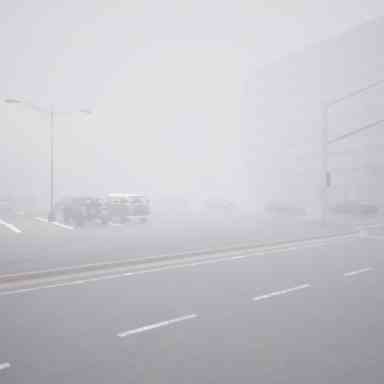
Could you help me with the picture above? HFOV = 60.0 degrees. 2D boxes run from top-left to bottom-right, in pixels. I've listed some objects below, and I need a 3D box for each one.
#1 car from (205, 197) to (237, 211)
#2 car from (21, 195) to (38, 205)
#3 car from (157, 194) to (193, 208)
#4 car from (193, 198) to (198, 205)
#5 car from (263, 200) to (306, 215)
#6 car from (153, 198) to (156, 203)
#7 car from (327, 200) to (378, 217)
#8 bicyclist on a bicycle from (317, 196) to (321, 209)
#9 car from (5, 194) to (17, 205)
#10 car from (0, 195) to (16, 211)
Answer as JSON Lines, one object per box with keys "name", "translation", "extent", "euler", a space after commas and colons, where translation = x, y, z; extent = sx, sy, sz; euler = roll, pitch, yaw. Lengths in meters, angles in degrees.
{"name": "car", "translation": [3.650, 1.407, 42.202], "extent": [2.097, 1.767, 4.553], "euler": [0, 0, -35]}
{"name": "car", "translation": [-27.173, 1.209, 55.422], "extent": [1.932, 1.855, 4.605], "euler": [0, 0, -35]}
{"name": "car", "translation": [-2.674, 1.277, 51.112], "extent": [2.150, 2.045, 5.566], "euler": [0, 0, -35]}
{"name": "car", "translation": [-0.972, 1.603, 61.035], "extent": [2.033, 1.411, 5.357], "euler": [0, 0, -35]}
{"name": "car", "translation": [9.406, 1.581, 34.141], "extent": [1.812, 1.442, 4.674], "euler": [0, 0, -36]}
{"name": "car", "translation": [-6.372, 1.619, 68.531], "extent": [1.994, 1.385, 4.181], "euler": [0, 0, -35]}
{"name": "car", "translation": [15.234, 1.533, 32.297], "extent": [1.882, 1.535, 5.008], "euler": [0, 0, -35]}
{"name": "bicyclist on a bicycle", "translation": [16.620, 1.356, 42.913], "extent": [1.656, 1.620, 0.582], "euler": [0, 0, -35]}
{"name": "car", "translation": [-29.569, 1.212, 53.797], "extent": [1.905, 1.878, 3.866], "euler": [0, 0, -35]}
{"name": "car", "translation": [-21.703, 1.451, 37.968], "extent": [1.970, 1.475, 3.806], "euler": [0, 0, -35]}
